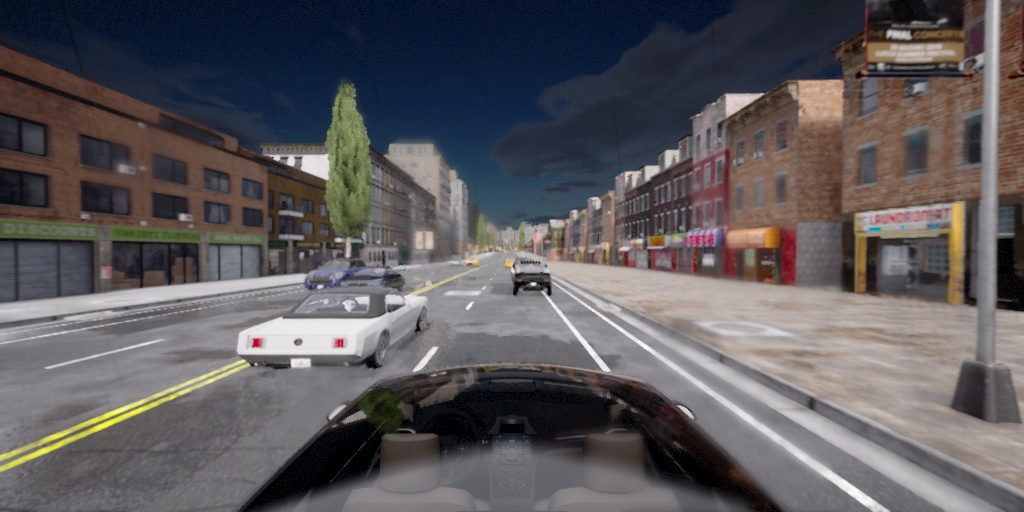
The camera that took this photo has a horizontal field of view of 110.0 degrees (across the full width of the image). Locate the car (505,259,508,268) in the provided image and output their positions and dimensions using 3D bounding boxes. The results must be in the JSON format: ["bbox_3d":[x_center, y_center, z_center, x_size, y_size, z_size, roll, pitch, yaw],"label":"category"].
[{"bbox_3d":[-0.008,1.015,53.177,1.882,1.535,5.008,0,0,0],"label":"car"}]

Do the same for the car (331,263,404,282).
[{"bbox_3d":[-6.602,1.212,17.368,1.994,1.385,4.181,0,0,0],"label":"car"}]

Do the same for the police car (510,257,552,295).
[{"bbox_3d":[0.971,1.064,18.955,1.930,1.638,5.238,0,0,0],"label":"police car"}]

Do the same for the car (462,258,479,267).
[{"bbox_3d":[-6.556,1.025,59.428,1.882,1.535,5.008,0,0,1],"label":"car"}]

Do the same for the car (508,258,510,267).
[{"bbox_3d":[0.968,0.936,28.816,2.097,1.767,4.553,0,0,0],"label":"car"}]

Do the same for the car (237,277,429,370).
[{"bbox_3d":[-3.154,1.306,7.593,1.895,1.301,4.718,0,0,0],"label":"car"}]

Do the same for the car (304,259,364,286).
[{"bbox_3d":[-9.851,0.981,20.665,2.097,1.767,4.553,0,0,0],"label":"car"}]

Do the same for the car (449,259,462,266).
[{"bbox_3d":[-9.789,1.159,62.875,1.895,1.301,4.718,0,0,1],"label":"car"}]
